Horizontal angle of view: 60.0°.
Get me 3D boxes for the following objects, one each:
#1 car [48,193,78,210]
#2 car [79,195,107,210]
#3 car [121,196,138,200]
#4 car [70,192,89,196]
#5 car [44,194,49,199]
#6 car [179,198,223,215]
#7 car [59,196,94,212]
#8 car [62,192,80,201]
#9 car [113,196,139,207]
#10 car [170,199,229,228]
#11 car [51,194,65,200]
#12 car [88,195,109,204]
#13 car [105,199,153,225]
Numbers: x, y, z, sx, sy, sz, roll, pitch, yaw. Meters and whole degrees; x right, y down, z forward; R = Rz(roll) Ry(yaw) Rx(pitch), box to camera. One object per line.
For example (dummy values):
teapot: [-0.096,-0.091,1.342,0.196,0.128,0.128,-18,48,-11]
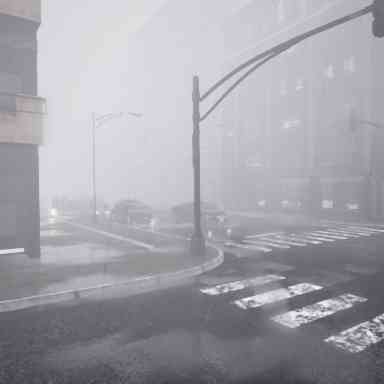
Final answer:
car: [-15.914,1.313,41.037,1.967,1.590,4.097,-1,1,-35]
car: [-11.492,1.397,39.205,2.033,1.411,5.357,-1,1,-35]
car: [-5.494,1.374,30.519,1.882,1.535,5.008,-1,1,-35]
car: [-17.782,1.084,53.907,2.097,1.767,4.553,-1,1,-35]
car: [-34.977,1.076,83.335,1.752,1.417,4.829,-1,1,-35]
car: [0.756,1.360,31.846,1.887,1.381,4.507,-1,1,-35]
car: [-12.682,1.449,36.364,2.008,1.369,4.403,-1,1,-35]
car: [-25.186,0.936,69.171,2.192,1.841,5.009,-1,1,-35]
car: [-9.121,1.266,45.945,1.752,1.417,4.829,-1,1,-35]
car: [0.387,1.434,22.010,2.128,1.511,4.902,-1,1,-35]
car: [-31.649,1.125,78.522,2.008,1.369,4.403,-1,1,-35]
car: [-15.585,1.217,55.292,1.752,1.417,4.829,-1,1,-35]
car: [-4.421,1.509,24.191,1.887,1.381,4.507,-1,1,-35]
